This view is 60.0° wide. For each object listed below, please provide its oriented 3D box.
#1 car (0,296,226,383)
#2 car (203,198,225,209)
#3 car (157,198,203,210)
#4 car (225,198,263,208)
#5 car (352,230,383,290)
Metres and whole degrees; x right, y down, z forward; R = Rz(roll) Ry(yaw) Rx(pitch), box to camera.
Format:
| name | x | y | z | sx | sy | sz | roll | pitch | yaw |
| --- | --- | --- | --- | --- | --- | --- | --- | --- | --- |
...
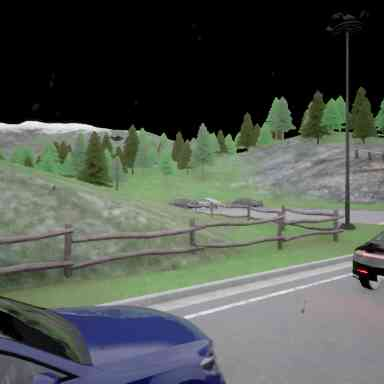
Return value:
| name | x | y | z | sx | sy | sz | roll | pitch | yaw |
| --- | --- | --- | --- | --- | --- | --- | --- | --- | --- |
| car | -1.874 | 1.526 | 2.439 | 4.674 | 1.442 | 1.812 | 0 | 0 | -35 |
| car | 1.599 | 1.523 | 45.113 | 4.674 | 1.442 | 1.812 | 0 | 0 | 28 |
| car | -1.811 | 1.545 | 43.069 | 5.357 | 1.411 | 2.033 | 0 | 0 | 23 |
| car | 7.093 | 1.544 | 46.228 | 5.357 | 1.411 | 2.033 | 0 | 0 | 29 |
| car | 5.730 | 1.491 | 7.839 | 4.902 | 1.511 | 2.128 | 0 | 0 | -35 |
